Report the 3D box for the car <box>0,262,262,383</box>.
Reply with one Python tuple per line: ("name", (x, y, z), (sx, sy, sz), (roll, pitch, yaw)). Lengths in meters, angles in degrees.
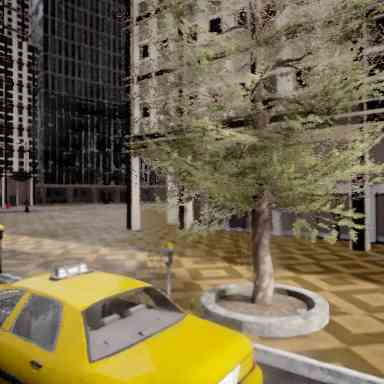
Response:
("car", (-1.619, 1.544, 4.029), (4.829, 1.417, 1.752), (0, 0, 35))
